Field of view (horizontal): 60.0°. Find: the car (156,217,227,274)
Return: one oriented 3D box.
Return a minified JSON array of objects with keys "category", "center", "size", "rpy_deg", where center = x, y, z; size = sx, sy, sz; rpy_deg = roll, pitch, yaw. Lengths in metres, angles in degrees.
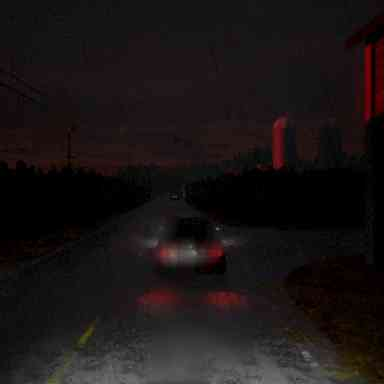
[{"category":"car","center":[-0.067,1.497,10.318],"size":[2.033,1.411,5.357],"rpy_deg":[0,0,-1]}]

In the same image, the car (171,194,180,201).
[{"category":"car","center":[-3.536,1.157,69.485],"size":[2.128,1.511,4.902],"rpy_deg":[0,0,-4]}]
